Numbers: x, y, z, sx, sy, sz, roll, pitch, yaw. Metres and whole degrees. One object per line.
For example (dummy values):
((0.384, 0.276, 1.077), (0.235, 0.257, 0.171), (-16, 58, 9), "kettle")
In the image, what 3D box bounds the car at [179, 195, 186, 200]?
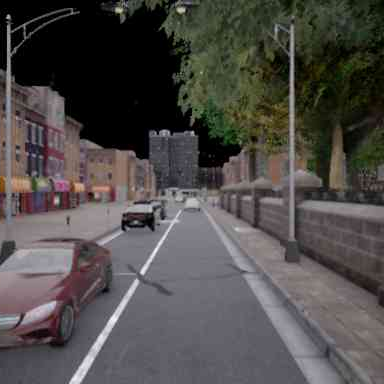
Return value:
((-2.648, 1.522, 94.537), (1.947, 1.339, 4.313), (0, 0, 0), "car")

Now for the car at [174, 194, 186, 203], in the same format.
((-2.645, 1.486, 67.107), (1.752, 1.417, 4.829), (0, 0, 0), "car")

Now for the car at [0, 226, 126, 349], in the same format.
((-2.640, 1.577, 6.291), (1.802, 1.307, 4.206), (0, 0, 0), "car")

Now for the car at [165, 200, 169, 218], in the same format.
((-3.023, 1.482, 27.340), (1.837, 1.490, 4.892), (0, 0, 0), "car")

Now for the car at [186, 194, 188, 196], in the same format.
((-2.646, 1.274, 72.729), (2.192, 1.841, 5.009), (0, 0, 0), "car")

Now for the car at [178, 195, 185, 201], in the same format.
((-2.647, 1.482, 83.463), (1.752, 1.417, 4.829), (0, 0, 0), "car")

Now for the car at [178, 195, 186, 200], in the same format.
((-2.647, 1.522, 89.085), (1.947, 1.339, 4.313), (0, 0, 0), "car")

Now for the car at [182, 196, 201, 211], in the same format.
((0.028, 1.496, 40.133), (1.812, 1.442, 4.674), (0, 0, 0), "car")

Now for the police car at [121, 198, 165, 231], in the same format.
((-3.011, 1.408, 20.450), (1.930, 1.638, 5.238), (0, 0, 0), "police car")
